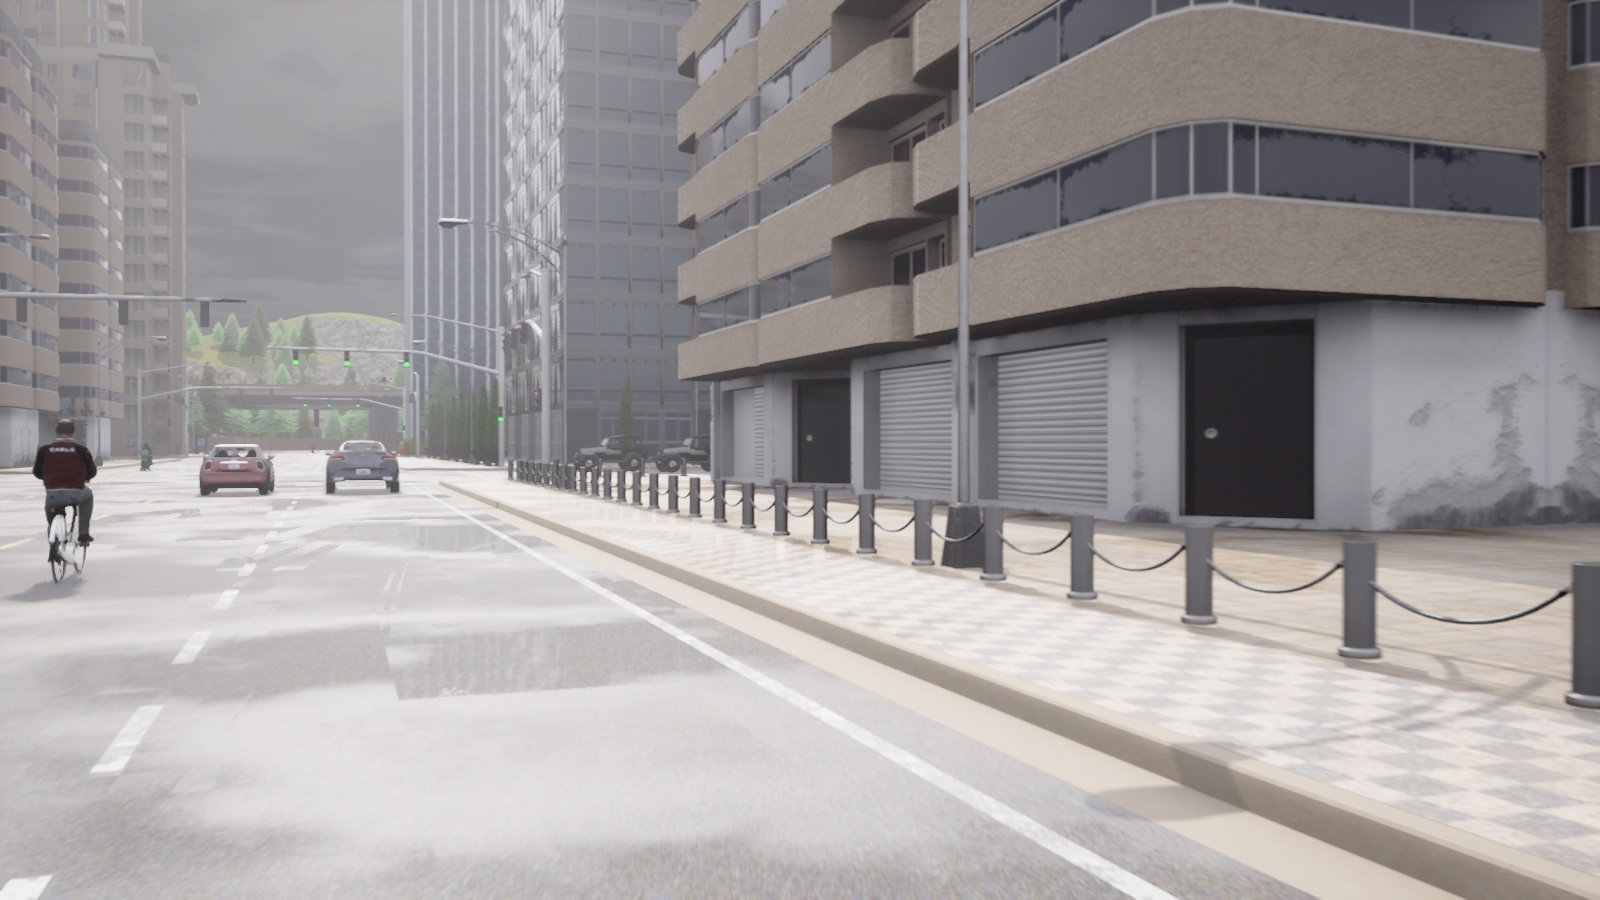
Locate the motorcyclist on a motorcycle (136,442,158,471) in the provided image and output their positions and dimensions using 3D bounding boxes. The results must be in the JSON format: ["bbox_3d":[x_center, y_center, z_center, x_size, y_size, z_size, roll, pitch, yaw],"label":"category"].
[{"bbox_3d":[-35.747,0.338,68.780,0.797,1.523,2.044,0,0,-20],"label":"motorcyclist on a motorcycle"}]

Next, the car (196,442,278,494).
[{"bbox_3d":[-16.809,0.498,37.631,1.970,1.475,3.806,0,0,-20],"label":"car"}]

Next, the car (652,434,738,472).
[{"bbox_3d":[-5.200,0.136,62.028,3.866,1.878,1.905,0,0,-20],"label":"car"}]

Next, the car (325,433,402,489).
[{"bbox_3d":[-13.741,0.302,39.428,2.152,1.651,5.027,0,0,-20],"label":"car"}]

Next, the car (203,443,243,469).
[{"bbox_3d":[-33.840,0.341,73.731,1.816,1.474,4.193,0,0,-20],"label":"car"}]

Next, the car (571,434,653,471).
[{"bbox_3d":[-9.613,0.124,64.153,3.866,1.878,1.905,0,0,-20],"label":"car"}]

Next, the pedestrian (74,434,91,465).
[{"bbox_3d":[-43.113,-0.024,75.477,0.563,1.883,0.849,0,0,-7],"label":"pedestrian"}]

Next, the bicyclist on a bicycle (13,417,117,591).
[{"bbox_3d":[-8.015,0.539,13.762,0.659,1.776,1.843,0,1,-20],"label":"bicyclist on a bicycle"}]
